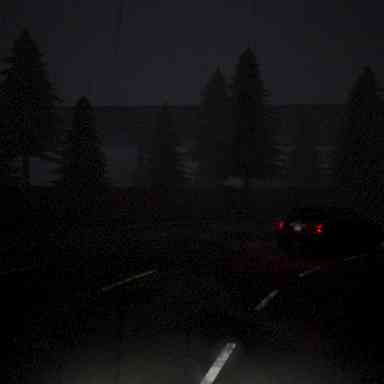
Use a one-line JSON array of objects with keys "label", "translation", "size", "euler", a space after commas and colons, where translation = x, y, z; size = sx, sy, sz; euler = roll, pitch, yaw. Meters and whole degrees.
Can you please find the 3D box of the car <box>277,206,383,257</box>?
[{"label": "car", "translation": [5.470, 1.310, 12.994], "size": [4.553, 1.767, 2.097], "euler": [0, 0, -36]}]
